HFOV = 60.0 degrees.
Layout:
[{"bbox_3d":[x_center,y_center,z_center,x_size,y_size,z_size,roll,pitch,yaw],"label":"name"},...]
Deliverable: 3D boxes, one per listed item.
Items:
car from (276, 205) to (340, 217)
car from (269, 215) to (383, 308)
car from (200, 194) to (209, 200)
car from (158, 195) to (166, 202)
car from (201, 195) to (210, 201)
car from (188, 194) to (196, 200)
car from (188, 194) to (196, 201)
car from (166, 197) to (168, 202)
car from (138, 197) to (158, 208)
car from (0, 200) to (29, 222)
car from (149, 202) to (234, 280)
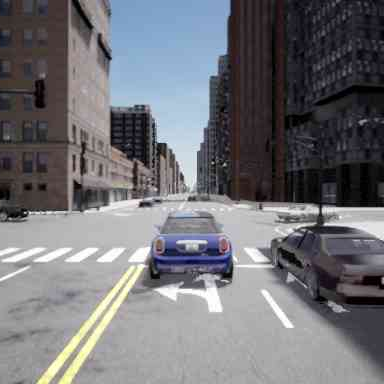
[{"bbox_3d":[9.048,1.664,25.765,4.718,1.301,1.895,1,-1,-20],"label":"car"},{"bbox_3d":[3.350,1.542,8.133,2.033,1.411,5.357,0,0,0],"label":"car"},{"bbox_3d":[3.247,1.430,88.906,2.128,1.511,4.902,0,0,0],"label":"car"},{"bbox_3d":[-6.519,1.563,61.908,1.895,1.301,4.718,0,0,0],"label":"car"},{"bbox_3d":[3.247,1.471,78.486,2.128,1.511,4.902,0,0,0],"label":"car"},{"bbox_3d":[-0.003,1.383,88.905,1.882,1.535,5.008,0,0,0],"label":"car"},{"bbox_3d":[-0.003,1.424,78.486,1.882,1.535,5.008,0,0,0],"label":"car"},{"bbox_3d":[-6.503,1.475,74.806,1.812,1.442,4.674,0,0,0],"label":"car"},{"bbox_3d":[-6.569,1.571,48.451,1.895,1.301,4.718,0,0,0],"label":"car"},{"bbox_3d":[-14.354,1.309,23.675,5.008,1.535,1.882,1,-1,0],"label":"car"},{"bbox_3d":[-0.086,1.345,10.081,2.097,1.767,4.553,0,0,-2],"label":"car"}]
